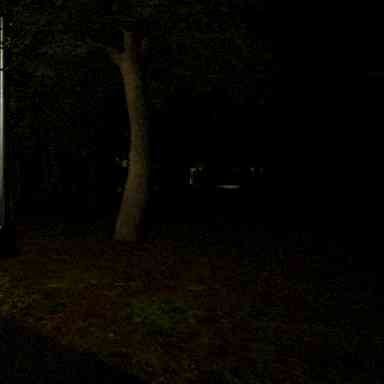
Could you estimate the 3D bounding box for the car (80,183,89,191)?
[{"bbox_3d":[-29.811,-1.340,90.670,2.150,2.045,5.566,-1,1,34],"label":"car"}]
